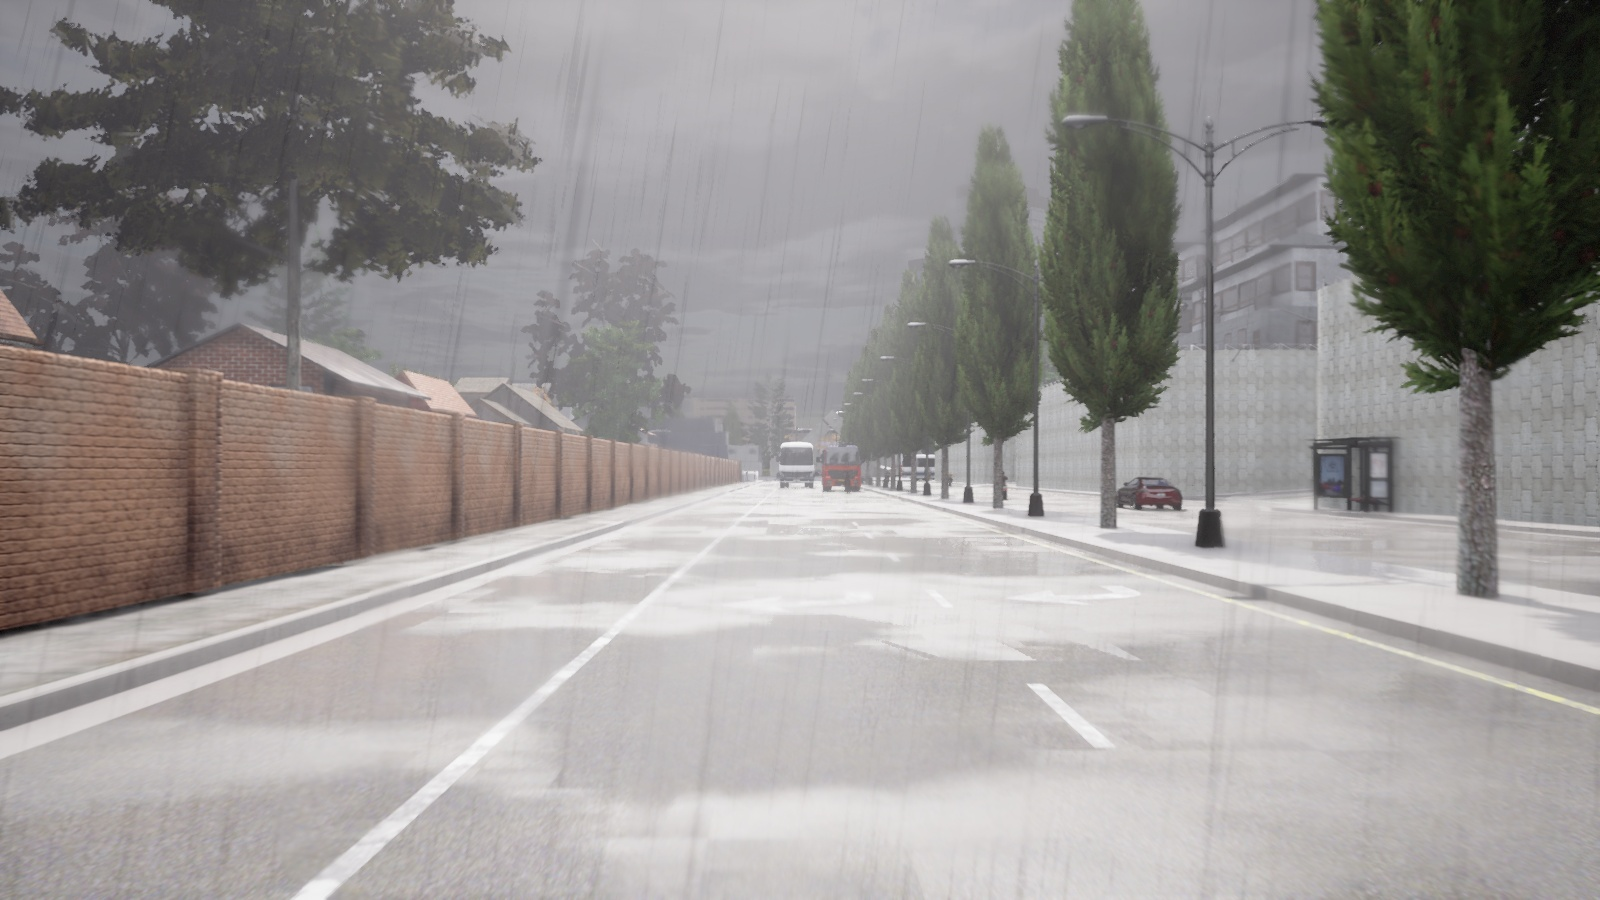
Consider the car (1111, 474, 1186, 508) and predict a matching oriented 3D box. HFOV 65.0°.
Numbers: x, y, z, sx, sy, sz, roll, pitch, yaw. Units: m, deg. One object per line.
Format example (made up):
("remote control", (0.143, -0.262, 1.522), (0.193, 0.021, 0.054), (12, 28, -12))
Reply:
("car", (14.870, 1.720, 53.810), (1.994, 1.385, 4.181), (0, -1, 0))
